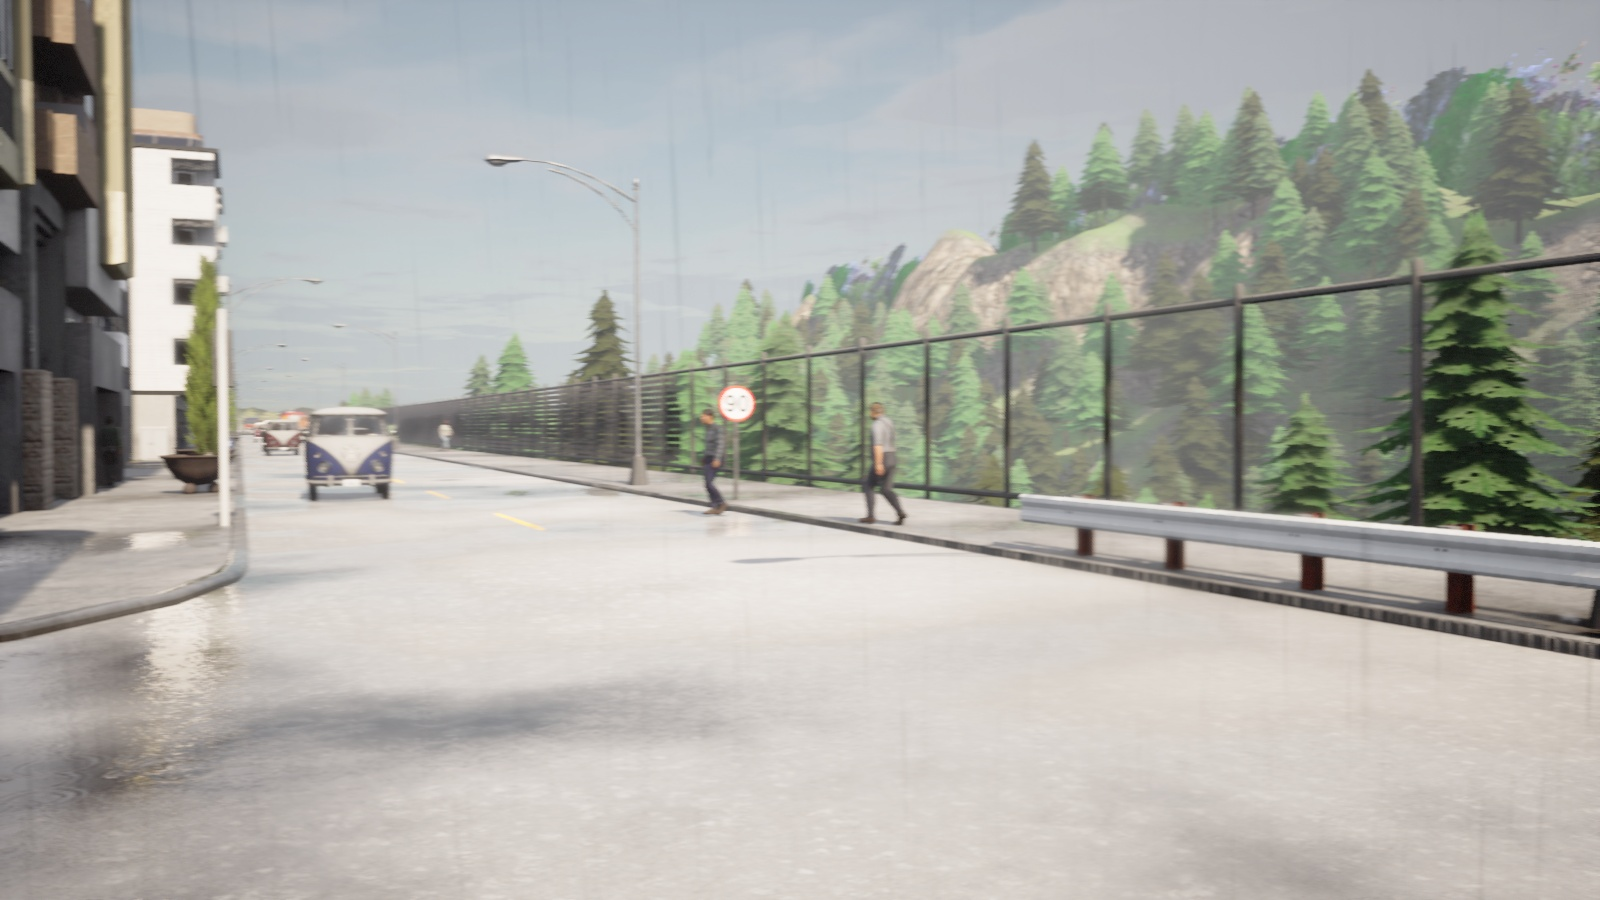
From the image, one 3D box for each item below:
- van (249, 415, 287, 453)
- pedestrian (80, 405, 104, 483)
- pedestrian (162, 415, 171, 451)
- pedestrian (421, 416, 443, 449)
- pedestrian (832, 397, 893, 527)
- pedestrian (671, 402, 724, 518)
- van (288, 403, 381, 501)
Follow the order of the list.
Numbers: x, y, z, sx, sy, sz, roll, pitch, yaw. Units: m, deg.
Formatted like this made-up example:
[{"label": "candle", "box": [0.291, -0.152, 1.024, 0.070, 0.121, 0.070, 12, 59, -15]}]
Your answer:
[{"label": "van", "box": [-29.171, -0.901, 68.845, 1.775, 1.987, 4.442, 0, 1, -24]}, {"label": "pedestrian", "box": [-18.092, -0.163, 32.094, 0.423, 1.949, 0.788, 0, 1, -24]}, {"label": "pedestrian", "box": [-32.533, -0.860, 64.485, 0.354, 1.836, 0.706, 0, 1, -26]}, {"label": "pedestrian", "box": [-21.148, -0.996, 72.136, 0.900, 1.855, 0.874, 1, 2, 42]}, {"label": "pedestrian", "box": [0.903, 0.159, 18.240, 0.694, 1.848, 0.540, 1, 2, 38]}, {"label": "pedestrian", "box": [-1.738, 0.162, 21.320, 0.788, 1.949, 0.423, -1, 1, -28]}, {"label": "van", "box": [-10.381, -0.018, 27.845, 1.775, 1.987, 4.442, 0, 1, -22]}]
